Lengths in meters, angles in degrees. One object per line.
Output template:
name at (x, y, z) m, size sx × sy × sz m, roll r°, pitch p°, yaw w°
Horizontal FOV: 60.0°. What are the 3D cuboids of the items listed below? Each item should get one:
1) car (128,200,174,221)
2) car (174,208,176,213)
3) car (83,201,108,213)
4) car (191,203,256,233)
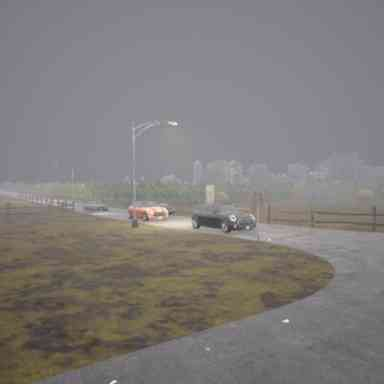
car at (-3.951, 1.569, 29.504) m, size 2.097 × 1.767 × 4.553 m, roll -1°, pitch 1°, yaw -35°
car at (-3.749, 1.714, 34.336) m, size 2.033 × 1.411 × 5.357 m, roll -1°, pitch 1°, yaw -35°
car at (-11.792, 1.748, 40.644) m, size 1.994 × 1.385 × 4.181 m, roll -1°, pitch 1°, yaw -35°
car at (1.931, 1.516, 21.176) m, size 2.097 × 1.767 × 4.553 m, roll -1°, pitch 0°, yaw -35°
